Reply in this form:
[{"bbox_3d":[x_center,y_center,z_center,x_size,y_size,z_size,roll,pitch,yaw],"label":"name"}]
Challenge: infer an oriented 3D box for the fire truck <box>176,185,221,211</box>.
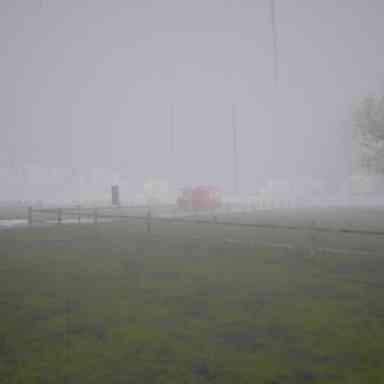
[{"bbox_3d":[1.161,0.997,50.825,2.891,3.827,8.468,-1,-2,36],"label":"fire truck"}]
